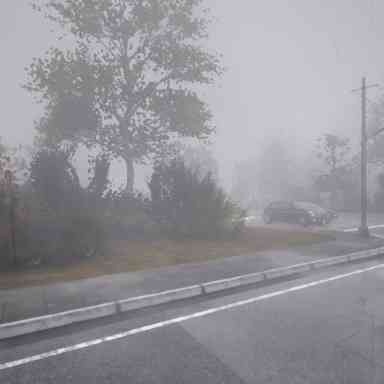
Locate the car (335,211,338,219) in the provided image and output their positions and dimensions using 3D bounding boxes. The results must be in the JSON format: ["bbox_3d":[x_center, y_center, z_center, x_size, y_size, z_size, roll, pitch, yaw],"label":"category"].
[{"bbox_3d":[9.182,1.594,26.862,1.837,1.490,4.892,0,-1,-42],"label":"car"}]

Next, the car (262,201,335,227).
[{"bbox_3d":[7.282,1.426,23.617,2.097,1.767,4.553,0,-1,-38],"label":"car"}]

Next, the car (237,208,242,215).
[{"bbox_3d":[3.472,1.781,33.691,1.994,1.385,4.181,0,-1,-42],"label":"car"}]
